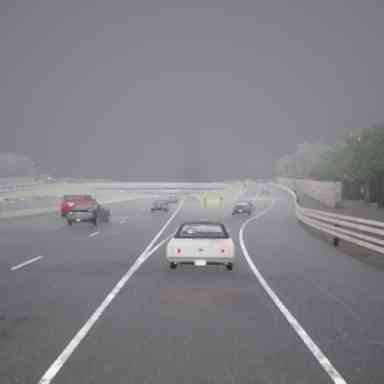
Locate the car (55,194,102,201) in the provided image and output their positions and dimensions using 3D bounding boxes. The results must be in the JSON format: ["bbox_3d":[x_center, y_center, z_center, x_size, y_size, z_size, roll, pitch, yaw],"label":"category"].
[{"bbox_3d":[-10.422,1.234,31.194,2.150,2.045,5.566,0,0,-1],"label":"car"}]

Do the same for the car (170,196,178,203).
[{"bbox_3d":[-3.713,1.483,64.882,1.994,1.385,4.181,0,0,-1],"label":"car"}]

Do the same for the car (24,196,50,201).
[{"bbox_3d":[-21.141,1.580,44.279,1.994,1.385,4.181,0,0,0],"label":"car"}]

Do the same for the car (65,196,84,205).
[{"bbox_3d":[-21.187,1.471,60.280,1.812,1.442,4.674,0,0,0],"label":"car"}]

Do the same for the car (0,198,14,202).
[{"bbox_3d":[-24.637,1.542,42.821,1.812,1.442,4.674,0,0,0],"label":"car"}]

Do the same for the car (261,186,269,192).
[{"bbox_3d":[19.656,-0.916,89.917,2.033,1.411,5.357,0,3,10],"label":"car"}]

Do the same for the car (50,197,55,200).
[{"bbox_3d":[-24.673,1.502,58.703,2.033,1.411,5.357,0,0,0],"label":"car"}]

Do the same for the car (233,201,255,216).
[{"bbox_3d":[5.418,1.642,34.691,1.812,1.442,4.674,0,1,18],"label":"car"}]

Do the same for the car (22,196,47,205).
[{"bbox_3d":[-28.172,1.494,59.668,2.033,1.411,5.357,0,0,0],"label":"car"}]

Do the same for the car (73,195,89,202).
[{"bbox_3d":[-24.813,1.352,74.532,1.837,1.490,4.892,0,0,-1],"label":"car"}]

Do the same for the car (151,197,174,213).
[{"bbox_3d":[-3.530,1.564,37.765,2.033,1.411,5.357,0,0,0],"label":"car"}]

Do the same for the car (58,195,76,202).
[{"bbox_3d":[-28.323,1.385,75.457,2.033,1.411,5.357,0,0,-1],"label":"car"}]

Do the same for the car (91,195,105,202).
[{"bbox_3d":[-21.324,1.442,75.547,1.895,1.301,4.718,0,0,-1],"label":"car"}]

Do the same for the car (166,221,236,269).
[{"bbox_3d":[0.369,1.605,11.125,1.895,1.301,4.718,0,0,3],"label":"car"}]

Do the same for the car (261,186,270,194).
[{"bbox_3d":[17.686,-0.253,80.030,2.128,1.511,4.902,0,3,11],"label":"car"}]

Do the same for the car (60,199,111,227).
[{"bbox_3d":[-6.895,1.501,22.627,2.128,1.511,4.902,0,0,0],"label":"car"}]
